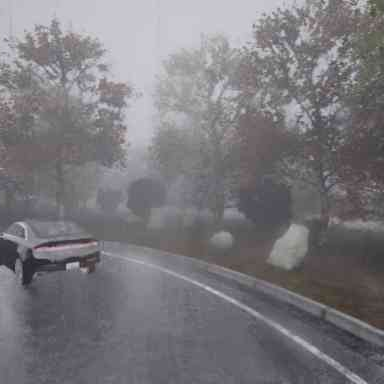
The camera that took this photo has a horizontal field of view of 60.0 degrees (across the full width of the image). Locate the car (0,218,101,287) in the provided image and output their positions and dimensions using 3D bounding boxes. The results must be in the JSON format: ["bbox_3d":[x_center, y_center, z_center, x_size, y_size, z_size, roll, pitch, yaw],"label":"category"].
[{"bbox_3d":[-4.319,1.497,9.540,2.128,1.511,4.902,-1,0,-40],"label":"car"}]
